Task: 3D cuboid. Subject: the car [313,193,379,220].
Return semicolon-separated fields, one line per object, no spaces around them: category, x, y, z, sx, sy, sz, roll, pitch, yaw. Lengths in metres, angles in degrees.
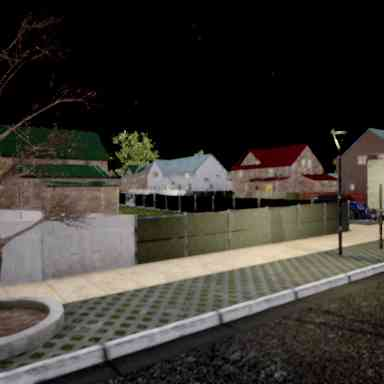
car;10.182;0.909;22.743;2.097;1.767;4.553;-1;1;-32

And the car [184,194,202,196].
car;0.217;0.913;37.517;2.033;1.411;5.357;-1;1;-34

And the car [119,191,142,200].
car;-11.080;0.600;59.158;2.033;1.411;5.357;-1;1;-34

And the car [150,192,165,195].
car;-5.555;0.685;51.149;1.812;1.442;4.674;-1;1;-33

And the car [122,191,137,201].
car;-10.069;0.678;52.790;2.128;1.511;4.902;-1;1;-34
